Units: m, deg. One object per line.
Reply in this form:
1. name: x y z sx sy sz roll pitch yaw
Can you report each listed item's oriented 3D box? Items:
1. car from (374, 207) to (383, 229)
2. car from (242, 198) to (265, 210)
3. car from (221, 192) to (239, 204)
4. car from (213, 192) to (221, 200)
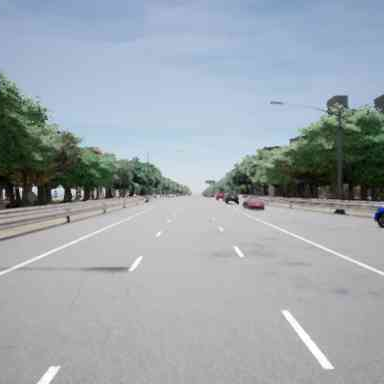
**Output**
1. car: 13.143 1.199 18.713 2.150 2.045 5.566 0 0 -19
2. car: 7.686 1.461 41.952 1.994 1.385 4.181 0 0 -5
3. car: 6.976 1.038 59.106 2.150 2.045 5.566 0 0 1
4. car: 7.035 1.022 82.642 2.150 2.045 5.566 0 0 0
